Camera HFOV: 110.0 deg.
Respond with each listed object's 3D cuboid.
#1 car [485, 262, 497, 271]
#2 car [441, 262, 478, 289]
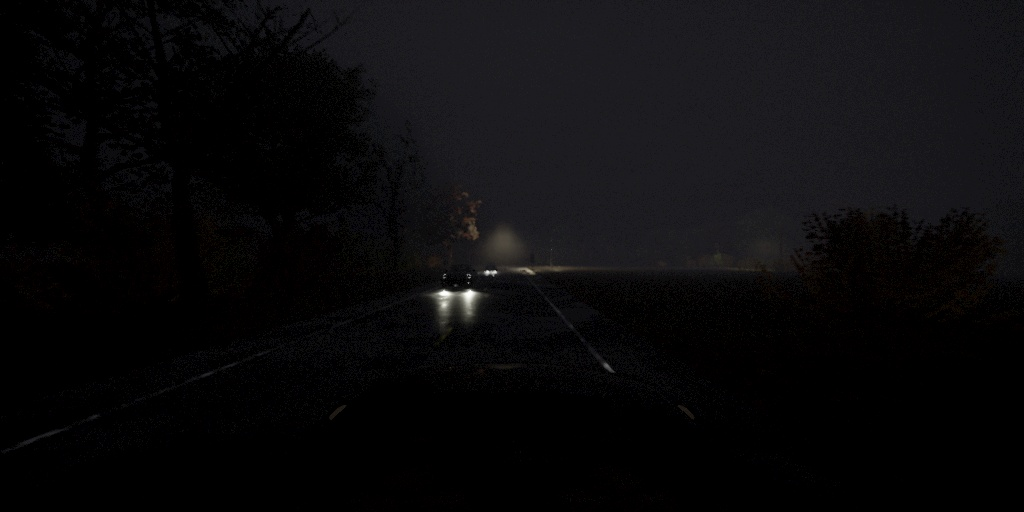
[{"bbox_3d":[-3.505,1.776,60.502,2.128,1.511,4.902,0,0,0],"label":"car"},{"bbox_3d":[-3.597,1.324,25.187,2.097,1.767,4.553,0,-1,0],"label":"car"}]
